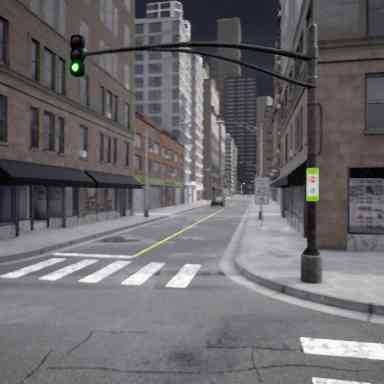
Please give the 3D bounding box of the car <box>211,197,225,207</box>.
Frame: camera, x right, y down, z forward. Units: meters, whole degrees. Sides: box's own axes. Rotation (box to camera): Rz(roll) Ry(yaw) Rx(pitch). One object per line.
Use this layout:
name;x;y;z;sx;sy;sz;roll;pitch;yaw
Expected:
car;4.051;1.465;51.200;1.882;1.535;5.008;0;0;11
